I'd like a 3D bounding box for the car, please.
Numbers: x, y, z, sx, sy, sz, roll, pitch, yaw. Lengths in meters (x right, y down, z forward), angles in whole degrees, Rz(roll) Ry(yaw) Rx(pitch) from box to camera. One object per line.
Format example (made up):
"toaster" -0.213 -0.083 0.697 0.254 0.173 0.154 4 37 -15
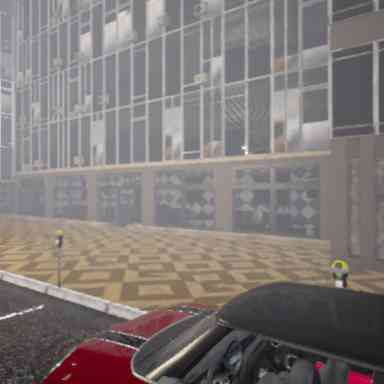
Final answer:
"car" 0.658 1.440 2.407 4.097 1.590 1.967 0 0 35
